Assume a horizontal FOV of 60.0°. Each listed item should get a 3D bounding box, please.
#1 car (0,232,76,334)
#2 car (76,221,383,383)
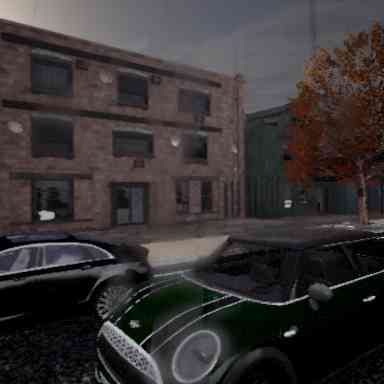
[{"bbox_3d":[-2.971,1.490,5.558,4.902,1.511,2.128,0,0,-36],"label":"car"},{"bbox_3d":[1.103,1.345,4.473,4.553,1.767,2.097,0,0,-36],"label":"car"}]
